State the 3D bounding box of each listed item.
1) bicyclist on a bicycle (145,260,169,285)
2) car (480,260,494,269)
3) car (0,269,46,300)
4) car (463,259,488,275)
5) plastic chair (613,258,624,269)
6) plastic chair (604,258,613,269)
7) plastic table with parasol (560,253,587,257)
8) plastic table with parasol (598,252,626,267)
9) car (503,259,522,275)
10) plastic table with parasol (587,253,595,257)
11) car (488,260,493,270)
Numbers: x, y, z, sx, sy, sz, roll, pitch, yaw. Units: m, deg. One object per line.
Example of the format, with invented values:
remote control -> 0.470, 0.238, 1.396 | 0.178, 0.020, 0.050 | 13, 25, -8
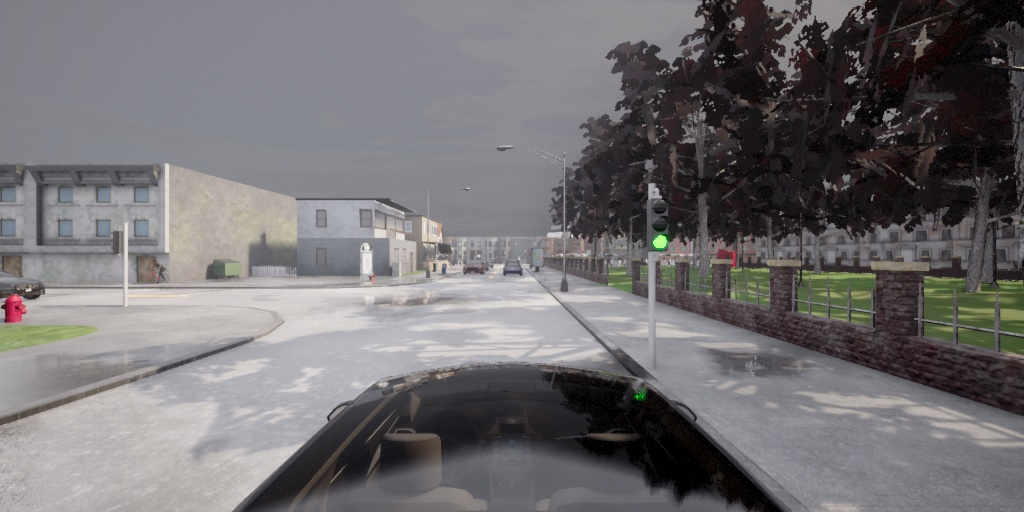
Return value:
bicyclist on a bicycle -> -23.867, 1.101, 24.142 | 0.582, 1.620, 1.656 | 0, 0, 0
car -> -4.087, 1.320, 58.891 | 1.994, 1.385, 4.181 | 0, 0, 0
car -> -23.656, 1.256, 15.745 | 4.892, 1.490, 1.837 | 0, 0, 0
car -> -4.109, 1.106, 39.526 | 2.097, 1.767, 4.553 | 0, 0, 0
plastic chair -> 16.012, 1.302, 54.020 | 0.750, 1.272, 0.730 | 0, 0, -40
plastic chair -> 14.306, 1.311, 54.116 | 0.730, 1.272, 0.750 | 0, 0, -35
plastic table with parasol -> 9.959, 0.690, 57.755 | 2.482, 2.480, 2.482 | 0, 0, -40
plastic table with parasol -> 15.279, 0.700, 55.018 | 2.482, 2.480, 2.482 | 0, 0, -40
car -> 0.083, 1.316, 38.927 | 1.994, 1.385, 4.181 | 0, 0, 0
plastic table with parasol -> 14.655, 0.679, 63.232 | 2.482, 2.480, 2.482 | 0, 0, -42
car -> -4.108, 1.302, 49.040 | 2.033, 1.411, 5.357 | 0, 0, 0
